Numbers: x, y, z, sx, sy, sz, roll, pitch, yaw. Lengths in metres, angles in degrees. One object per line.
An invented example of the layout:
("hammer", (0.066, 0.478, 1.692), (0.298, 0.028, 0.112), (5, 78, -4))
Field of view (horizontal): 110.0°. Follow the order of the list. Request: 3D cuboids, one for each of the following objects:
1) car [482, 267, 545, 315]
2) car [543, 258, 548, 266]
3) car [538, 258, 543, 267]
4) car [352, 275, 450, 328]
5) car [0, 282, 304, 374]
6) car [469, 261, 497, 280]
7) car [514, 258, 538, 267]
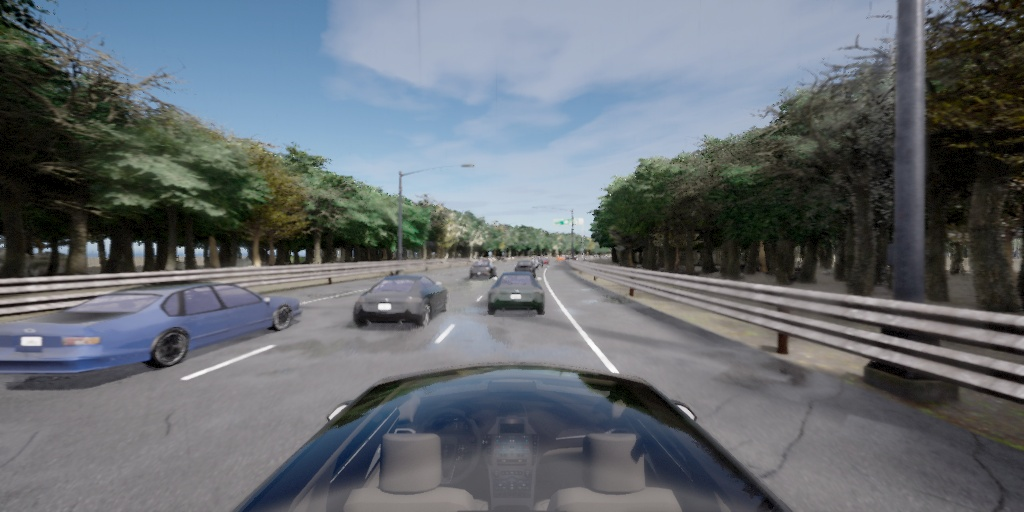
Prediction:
("car", (0.192, 1.278, 13.545), (1.994, 1.385, 4.181), (0, 0, 2))
("car", (4.413, 1.052, 60.673), (2.128, 1.511, 4.902), (0, 0, 9))
("car", (2.803, 1.207, 48.791), (1.895, 1.301, 4.718), (0, 0, 7))
("car", (-3.249, 1.275, 11.282), (1.994, 1.385, 4.181), (0, 0, 1))
("car", (-6.842, 1.260, 7.645), (2.033, 1.411, 5.357), (0, 0, 1))
("car", (-2.347, 1.148, 30.233), (2.128, 1.511, 4.902), (0, 0, 4))
("car", (1.235, 1.164, 32.733), (1.837, 1.490, 4.892), (0, 0, 4))
